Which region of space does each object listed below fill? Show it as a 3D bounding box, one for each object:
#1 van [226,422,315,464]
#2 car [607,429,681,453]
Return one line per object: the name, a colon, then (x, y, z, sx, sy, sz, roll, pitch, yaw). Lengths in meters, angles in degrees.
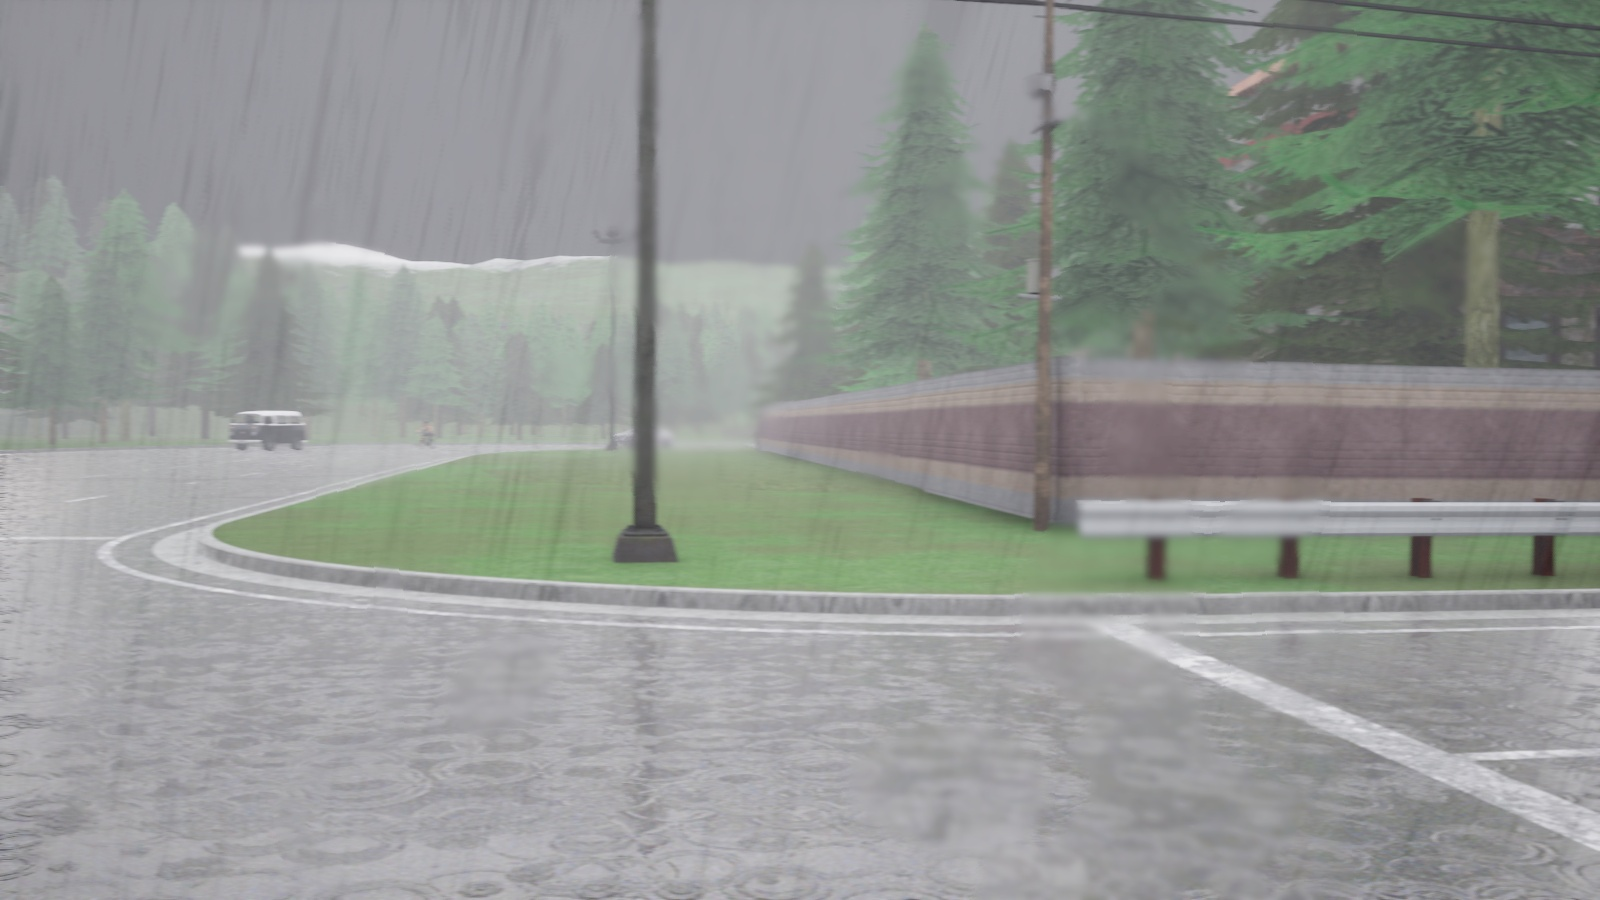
van: (-26.828, -0.400, 63.796, 2.069, 2.038, 4.480, -1, 1, 10)
car: (-10.190, -0.606, 82.313, 4.674, 1.442, 1.812, -2, 1, -45)
